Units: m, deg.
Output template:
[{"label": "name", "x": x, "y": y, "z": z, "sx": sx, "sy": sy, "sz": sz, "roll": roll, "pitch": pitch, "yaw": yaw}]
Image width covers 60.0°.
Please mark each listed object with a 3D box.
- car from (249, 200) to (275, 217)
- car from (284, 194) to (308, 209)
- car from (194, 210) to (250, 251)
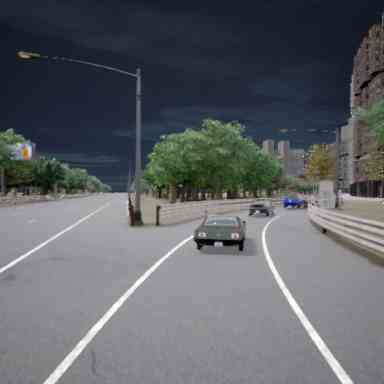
[{"label": "car", "x": 6.929, "y": 1.542, "z": 32.570, "sx": 1.837, "sy": 1.490, "sz": 4.892, "roll": 0, "pitch": 0, "yaw": 23}, {"label": "car", "x": 14.661, "y": 1.303, "z": 46.932, "sx": 2.150, "sy": 2.045, "sz": 5.566, "roll": 0, "pitch": 0, "yaw": 33}, {"label": "car", "x": 1.378, "y": 1.612, "z": 14.304, "sx": 1.895, "sy": 1.301, "sz": 4.718, "roll": 0, "pitch": 0, "yaw": 10}]
